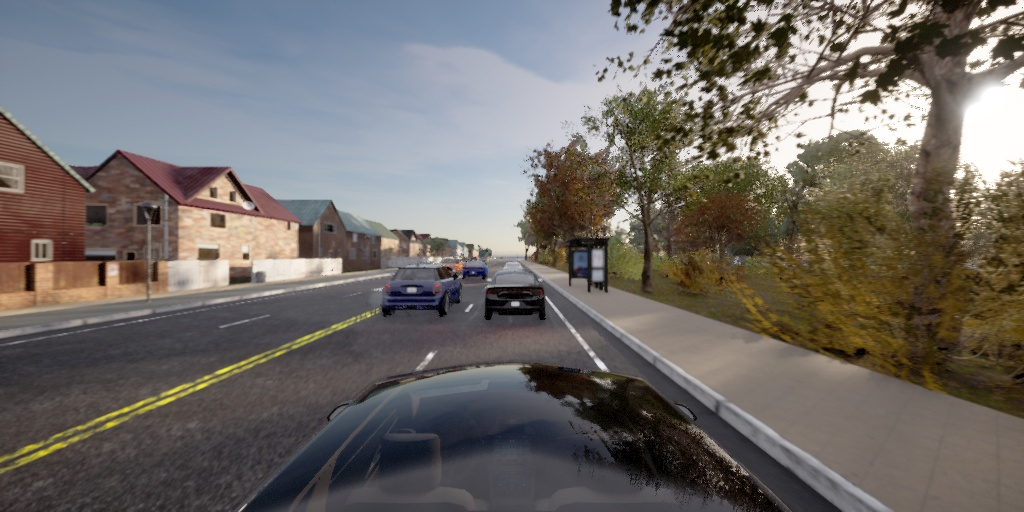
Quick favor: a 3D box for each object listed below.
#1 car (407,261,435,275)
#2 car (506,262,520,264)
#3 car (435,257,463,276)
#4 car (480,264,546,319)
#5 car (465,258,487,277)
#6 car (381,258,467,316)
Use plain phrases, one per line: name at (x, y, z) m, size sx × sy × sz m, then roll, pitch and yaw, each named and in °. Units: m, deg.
car at (-9.832, 1.266, 39.234) m, size 1.994 × 1.385 × 4.181 m, roll 0°, pitch 0°, yaw 0°
car at (0.104, 1.233, 30.961) m, size 1.812 × 1.442 × 4.674 m, roll 0°, pitch 0°, yaw 0°
car at (-6.583, 1.054, 37.815) m, size 2.097 × 1.767 × 4.553 m, roll 0°, pitch 0°, yaw 0°
car at (0.101, 1.211, 12.694) m, size 1.882 × 1.535 × 5.008 m, roll 0°, pitch 0°, yaw 0°
car at (-3.145, 1.186, 31.543) m, size 1.882 × 1.535 × 5.008 m, roll 0°, pitch 0°, yaw 0°
car at (-3.148, 1.084, 13.396) m, size 2.097 × 1.767 × 4.553 m, roll 0°, pitch 0°, yaw 0°
